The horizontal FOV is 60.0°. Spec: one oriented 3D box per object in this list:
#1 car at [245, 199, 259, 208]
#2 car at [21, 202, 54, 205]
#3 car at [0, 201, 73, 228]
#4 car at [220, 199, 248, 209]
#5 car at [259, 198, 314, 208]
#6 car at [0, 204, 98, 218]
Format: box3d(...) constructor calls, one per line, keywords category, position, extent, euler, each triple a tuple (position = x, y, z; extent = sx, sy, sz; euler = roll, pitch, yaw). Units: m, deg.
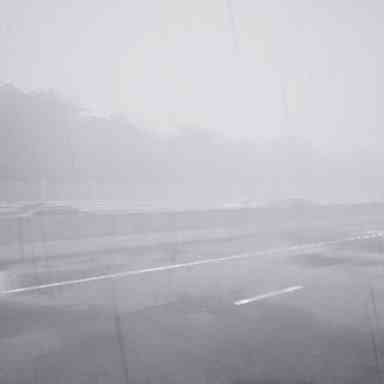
box3d(category="car", position=(7.515, 1.530, 30.775), extent=(4.718, 1.301, 1.895), euler=(0, 0, -35))
box3d(category="car", position=(-8.232, 1.482, 19.607), extent=(5.357, 1.411, 2.033), euler=(0, 0, -35))
box3d(category="car", position=(-10.683, 1.429, 22.155), extent=(4.892, 1.490, 1.837), euler=(0, 0, -35))
box3d(category="car", position=(4.915, 1.444, 33.220), extent=(4.674, 1.442, 1.812), euler=(0, 0, -35))
box3d(category="car", position=(7.942, 1.291, 26.790), extent=(4.553, 1.767, 2.097), euler=(0, 0, -35))
box3d(category="car", position=(-7.034, 1.493, 16.166), extent=(5.357, 1.411, 2.033), euler=(0, 0, -35))
